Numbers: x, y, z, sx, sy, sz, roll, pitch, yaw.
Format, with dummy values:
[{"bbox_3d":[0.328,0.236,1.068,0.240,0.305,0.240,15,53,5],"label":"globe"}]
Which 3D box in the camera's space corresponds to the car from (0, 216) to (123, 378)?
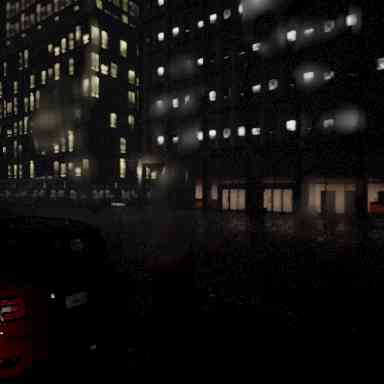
[{"bbox_3d":[-3.265,1.314,5.196,5.009,1.841,2.192,0,0,35],"label":"car"}]
